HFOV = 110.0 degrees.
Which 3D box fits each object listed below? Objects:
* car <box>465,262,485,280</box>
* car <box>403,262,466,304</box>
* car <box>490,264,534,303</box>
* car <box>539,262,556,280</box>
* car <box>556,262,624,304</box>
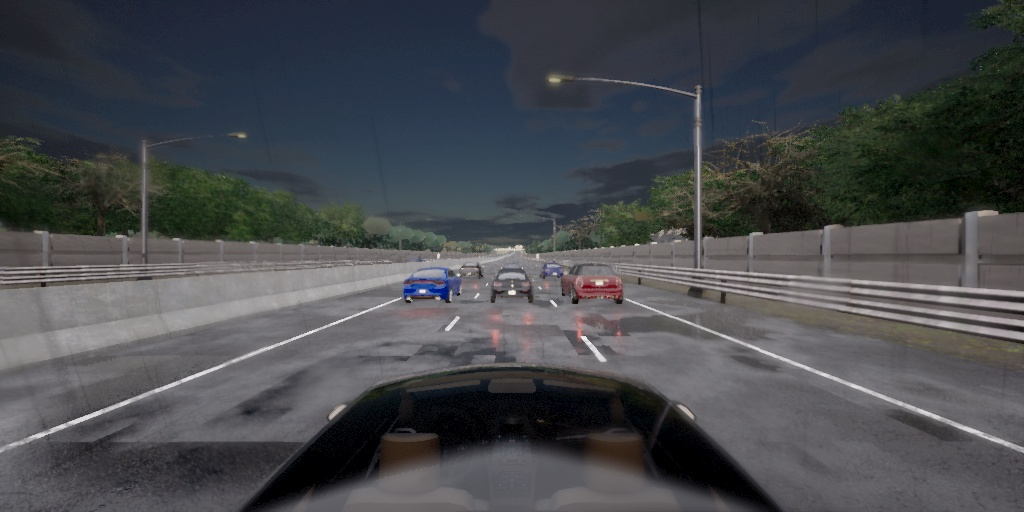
[{"bbox_3d":[-3.500,1.249,31.505,2.128,1.511,4.902,0,0,0],"label":"car"},{"bbox_3d":[-3.500,1.235,16.503,1.882,1.535,5.008,0,0,0],"label":"car"},{"bbox_3d":[0.000,1.283,16.503,1.812,1.442,4.674,0,0,0],"label":"car"},{"bbox_3d":[3.500,1.287,31.505,1.812,1.442,4.674,0,0,0],"label":"car"},{"bbox_3d":[3.500,1.116,16.472,2.097,1.767,4.553,0,0,0],"label":"car"}]
